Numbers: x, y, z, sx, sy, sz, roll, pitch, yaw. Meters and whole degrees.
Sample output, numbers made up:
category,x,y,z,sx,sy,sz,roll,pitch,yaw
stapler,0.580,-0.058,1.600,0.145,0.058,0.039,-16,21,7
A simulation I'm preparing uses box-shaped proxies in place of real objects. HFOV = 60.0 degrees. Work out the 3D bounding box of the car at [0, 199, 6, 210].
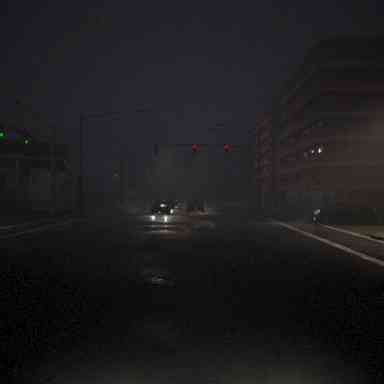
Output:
category,x,y,z,sx,sy,sz,roll,pitch,yaw
car,-24.046,1.456,38.922,3.806,1.475,1.970,0,0,1

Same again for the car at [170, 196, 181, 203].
category,x,y,z,sx,sy,sz,roll,pitch,yaw
car,-3.377,1.564,67.393,1.994,1.385,4.181,0,0,0

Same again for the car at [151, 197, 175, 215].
category,x,y,z,sx,sy,sz,roll,pitch,yaw
car,-3.168,1.547,34.715,2.033,1.411,5.357,0,0,-1

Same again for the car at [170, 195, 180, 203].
category,x,y,z,sx,sy,sz,roll,pitch,yaw
car,-3.334,1.352,54.200,2.097,1.767,4.553,0,0,0

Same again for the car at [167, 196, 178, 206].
category,x,y,z,sx,sy,sz,roll,pitch,yaw
car,-3.249,1.564,44.102,1.994,1.385,4.181,0,0,0

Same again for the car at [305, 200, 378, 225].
category,x,y,z,sx,sy,sz,roll,pitch,yaw
car,10.365,1.351,23.316,4.553,1.767,2.097,0,0,0

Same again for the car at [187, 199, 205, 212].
category,x,y,z,sx,sy,sz,roll,pitch,yaw
car,0.417,1.525,38.928,1.812,1.442,4.674,0,0,0
